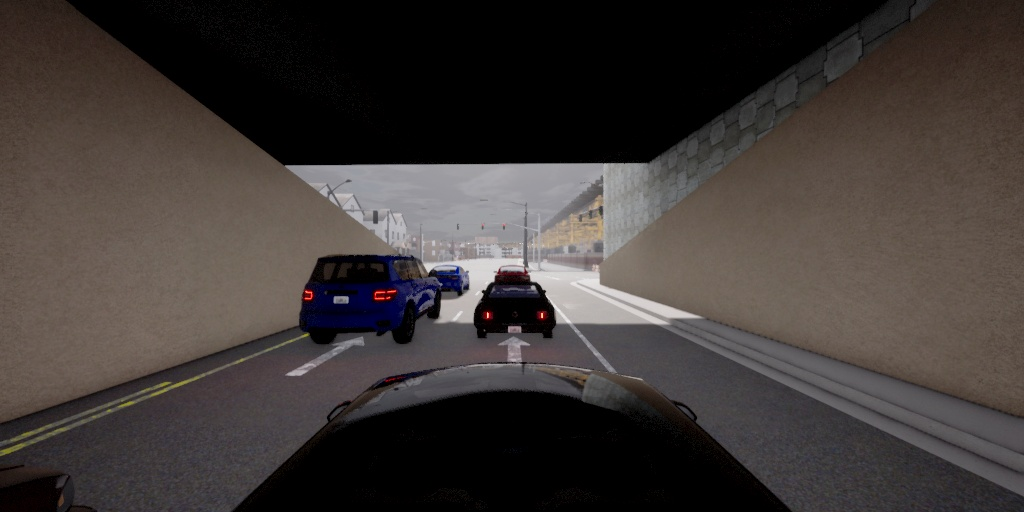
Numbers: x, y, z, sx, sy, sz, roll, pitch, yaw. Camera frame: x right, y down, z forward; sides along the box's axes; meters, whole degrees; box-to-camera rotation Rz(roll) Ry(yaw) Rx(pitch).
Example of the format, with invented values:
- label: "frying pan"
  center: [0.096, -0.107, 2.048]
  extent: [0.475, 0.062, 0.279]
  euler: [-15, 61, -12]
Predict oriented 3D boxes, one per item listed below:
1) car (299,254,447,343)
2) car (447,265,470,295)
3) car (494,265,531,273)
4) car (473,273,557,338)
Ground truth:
- label: "car"
  center: [-3.437, 0.970, 9.851]
  extent: [2.150, 2.045, 5.566]
  euler: [0, 0, 0]
- label: "car"
  center: [-3.485, 1.224, 19.788]
  extent: [1.882, 1.535, 5.008]
  euler: [0, 0, 0]
- label: "car"
  center: [0.016, 1.224, 19.537]
  extent: [1.882, 1.535, 5.008]
  euler: [0, 0, 0]
- label: "car"
  center: [0.058, 1.349, 10.200]
  extent: [1.895, 1.301, 4.718]
  euler: [0, 0, 0]
